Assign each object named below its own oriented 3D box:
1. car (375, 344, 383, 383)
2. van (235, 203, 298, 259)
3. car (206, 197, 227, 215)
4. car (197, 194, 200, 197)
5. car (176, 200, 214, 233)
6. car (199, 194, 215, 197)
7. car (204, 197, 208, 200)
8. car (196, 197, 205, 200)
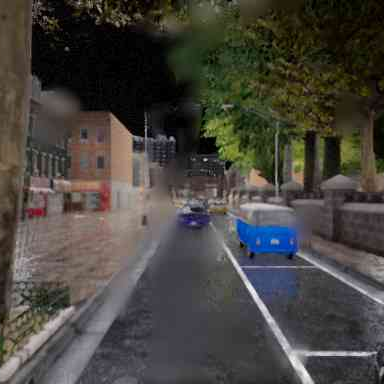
[{"bbox_3d":[2.647,1.552,1.555,2.008,1.369,4.403,1,0,0],"label":"car"},{"bbox_3d":[2.646,1.353,12.454,1.690,1.788,3.998,1,0,0],"label":"van"},{"bbox_3d":[2.636,1.572,34.422,1.752,1.417,4.829,1,0,0],"label":"car"},{"bbox_3d":[2.620,1.733,77.030,1.887,1.381,4.507,1,0,0],"label":"car"},{"bbox_3d":[0.093,1.498,19.976,1.882,1.535,5.008,0,0,0],"label":"car"},{"bbox_3d":[2.632,1.404,50.601,2.192,1.841,5.009,1,0,0],"label":"car"},{"bbox_3d":[2.631,1.655,45.151,1.802,1.307,4.206,1,0,0],"label":"car"},{"bbox_3d":[0.086,1.602,38.393,2.033,1.411,5.357,0,0,0],"label":"car"}]
